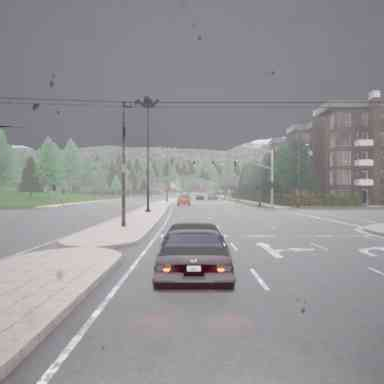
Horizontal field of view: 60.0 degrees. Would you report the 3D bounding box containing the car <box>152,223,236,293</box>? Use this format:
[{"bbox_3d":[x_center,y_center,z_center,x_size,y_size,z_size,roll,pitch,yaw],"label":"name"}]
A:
[{"bbox_3d":[0.045,1.543,9.000,2.033,1.411,5.357,0,0,0],"label":"car"}]

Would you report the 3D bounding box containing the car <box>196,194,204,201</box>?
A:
[{"bbox_3d":[2.010,1.437,85.607,1.882,1.535,5.008,0,0,0],"label":"car"}]

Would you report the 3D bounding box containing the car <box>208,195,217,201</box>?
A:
[{"bbox_3d":[5.510,1.499,85.614,2.033,1.411,5.357,0,0,0],"label":"car"}]

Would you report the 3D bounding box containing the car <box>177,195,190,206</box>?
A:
[{"bbox_3d":[-1.338,1.326,54.745,2.097,1.767,4.553,0,0,-1],"label":"car"}]

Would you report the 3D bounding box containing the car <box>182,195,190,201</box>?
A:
[{"bbox_3d":[-1.490,1.482,85.570,1.812,1.442,4.674,0,0,0],"label":"car"}]
